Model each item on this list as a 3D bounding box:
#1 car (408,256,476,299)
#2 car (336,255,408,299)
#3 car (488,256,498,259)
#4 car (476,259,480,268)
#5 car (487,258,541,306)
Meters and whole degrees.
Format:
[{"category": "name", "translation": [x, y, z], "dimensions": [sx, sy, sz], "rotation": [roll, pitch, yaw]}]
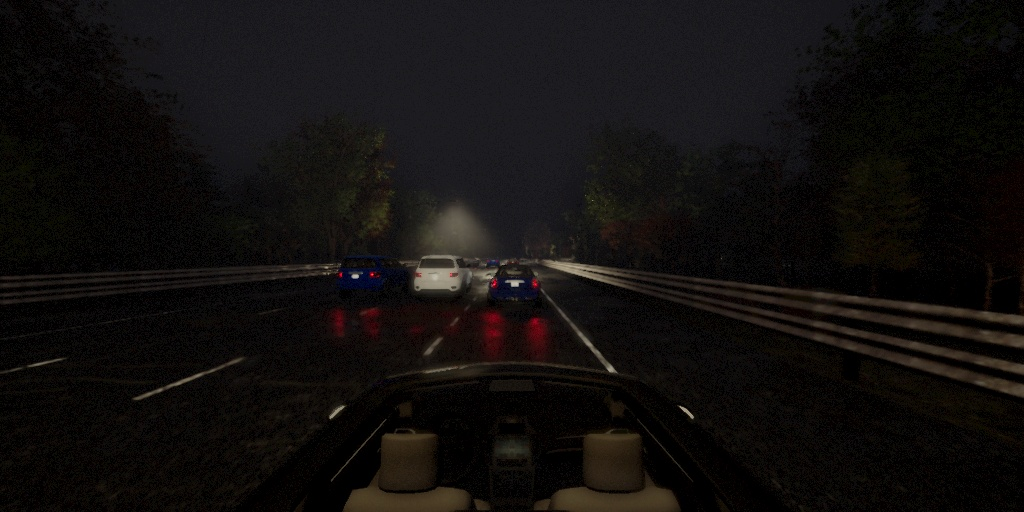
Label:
[{"category": "car", "translation": [-3.384, 0.997, 18.482], "dimensions": [2.150, 2.045, 5.566], "rotation": [0, 0, 0]}, {"category": "car", "translation": [-6.884, 0.995, 18.447], "dimensions": [2.150, 2.045, 5.566], "rotation": [0, 0, 0]}, {"category": "car", "translation": [-3.328, 1.075, 64.484], "dimensions": [2.150, 2.045, 5.566], "rotation": [0, 0, 0]}, {"category": "car", "translation": [-6.829, 1.343, 64.050], "dimensions": [2.128, 1.511, 4.902], "rotation": [0, 0, 0]}, {"category": "car", "translation": [0.114, 1.123, 15.929], "dimensions": [2.097, 1.767, 4.553], "rotation": [0, 0, 0]}]
